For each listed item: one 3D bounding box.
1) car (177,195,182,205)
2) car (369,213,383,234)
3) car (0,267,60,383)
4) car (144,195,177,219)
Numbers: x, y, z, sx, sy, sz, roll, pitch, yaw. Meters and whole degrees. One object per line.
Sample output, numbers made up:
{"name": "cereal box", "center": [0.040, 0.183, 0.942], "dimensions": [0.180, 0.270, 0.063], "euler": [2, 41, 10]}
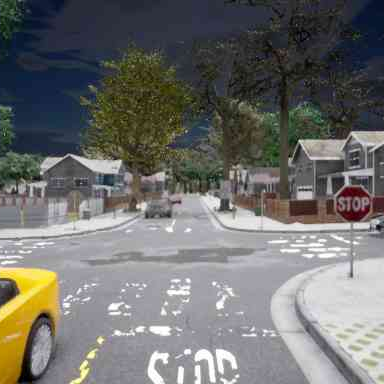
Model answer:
{"name": "car", "center": [-2.603, 1.196, 52.667], "dimensions": [1.882, 1.535, 5.008], "euler": [0, 1, 0]}
{"name": "car", "center": [10.359, 1.139, 14.494], "dimensions": [4.902, 1.511, 2.128], "euler": [-2, 0, 0]}
{"name": "car", "center": [-2.747, 1.479, 2.572], "dimensions": [1.882, 1.535, 5.008], "euler": [0, 0, 0]}
{"name": "car", "center": [-2.673, 1.247, 27.672], "dimensions": [2.097, 1.767, 4.553], "euler": [0, 0, 0]}
